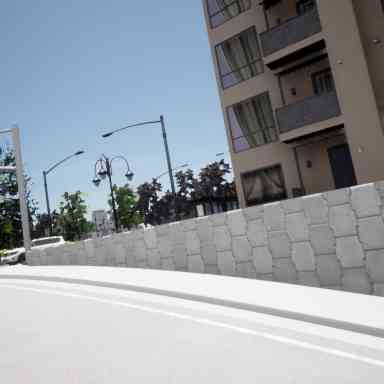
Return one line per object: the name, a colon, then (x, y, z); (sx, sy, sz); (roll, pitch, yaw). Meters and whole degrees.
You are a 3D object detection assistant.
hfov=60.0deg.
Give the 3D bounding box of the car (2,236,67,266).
car: (-14.126, 5.314, 30.275); (2.150, 2.045, 5.566); (-14, -8, 35)
